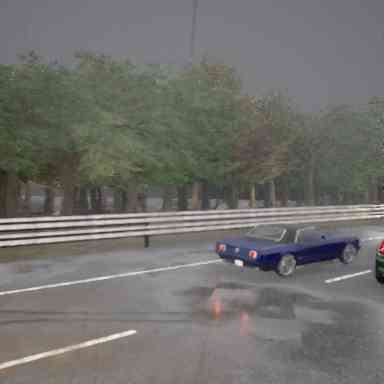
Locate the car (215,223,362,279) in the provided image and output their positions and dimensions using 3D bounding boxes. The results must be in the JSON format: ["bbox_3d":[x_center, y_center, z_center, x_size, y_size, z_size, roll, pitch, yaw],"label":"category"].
[{"bbox_3d":[3.086,1.604,10.091,4.718,1.301,1.895,0,0,-34],"label":"car"}]

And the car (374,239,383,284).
[{"bbox_3d":[6.565,1.360,8.204,4.553,1.767,2.097,0,0,-34],"label":"car"}]
